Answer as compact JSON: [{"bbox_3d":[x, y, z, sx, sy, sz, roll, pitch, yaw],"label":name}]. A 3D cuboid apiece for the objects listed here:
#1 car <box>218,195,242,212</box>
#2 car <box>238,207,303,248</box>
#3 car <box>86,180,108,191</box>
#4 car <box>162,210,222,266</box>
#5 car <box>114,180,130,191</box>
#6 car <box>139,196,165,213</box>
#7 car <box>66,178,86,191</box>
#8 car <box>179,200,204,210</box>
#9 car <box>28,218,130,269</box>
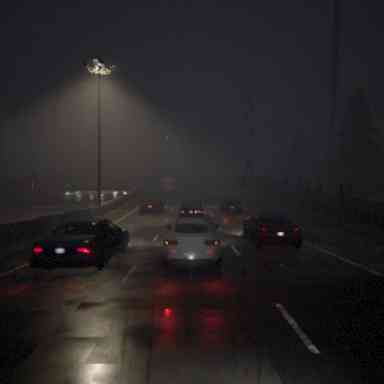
[{"bbox_3d":[3.447,0.994,30.682,1.812,1.442,4.674,0,4,0],"label":"car"},{"bbox_3d":[3.529,1.622,15.245,1.994,1.385,4.181,0,0,0],"label":"car"},{"bbox_3d":[-14.318,-1.077,51.471,1.812,1.442,4.674,0,6,0],"label":"car"},{"bbox_3d":[0.022,1.589,11.667,1.812,1.442,4.674,0,0,1],"label":"car"},{"bbox_3d":[-10.820,-1.076,51.484,1.812,1.442,4.674,0,6,0],"label":"car"},{"bbox_3d":[-3.554,1.066,30.154,1.994,1.385,4.181,0,4,0],"label":"car"},{"bbox_3d":[-17.815,-1.257,51.497,2.097,1.767,4.553,0,6,0],"label":"car"},{"bbox_3d":[-0.062,1.302,25.747,2.033,1.411,5.357,0,3,0],"label":"car"},{"bbox_3d":[-3.479,1.609,11.301,2.033,1.411,5.357,0,0,0],"label":"car"}]
